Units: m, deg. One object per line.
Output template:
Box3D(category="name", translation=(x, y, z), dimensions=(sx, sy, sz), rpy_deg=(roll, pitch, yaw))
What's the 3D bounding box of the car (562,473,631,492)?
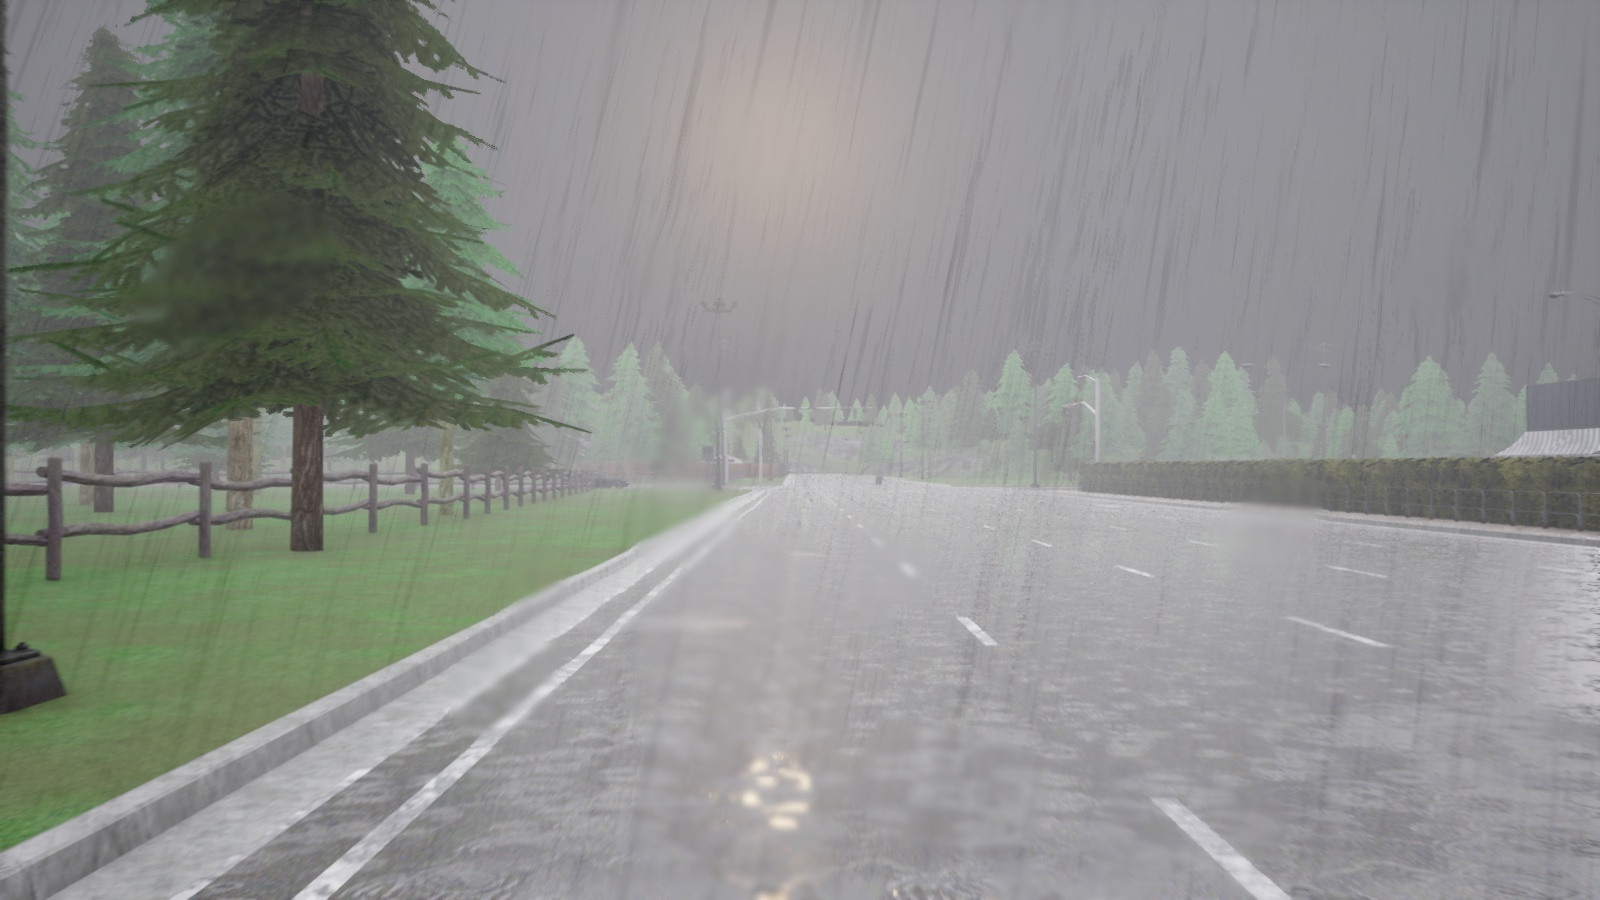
Box3D(category="car", translation=(-14.711, 2.367, 91.071), dimensions=(4.718, 1.301, 1.895), rpy_deg=(0, -1, -1))
